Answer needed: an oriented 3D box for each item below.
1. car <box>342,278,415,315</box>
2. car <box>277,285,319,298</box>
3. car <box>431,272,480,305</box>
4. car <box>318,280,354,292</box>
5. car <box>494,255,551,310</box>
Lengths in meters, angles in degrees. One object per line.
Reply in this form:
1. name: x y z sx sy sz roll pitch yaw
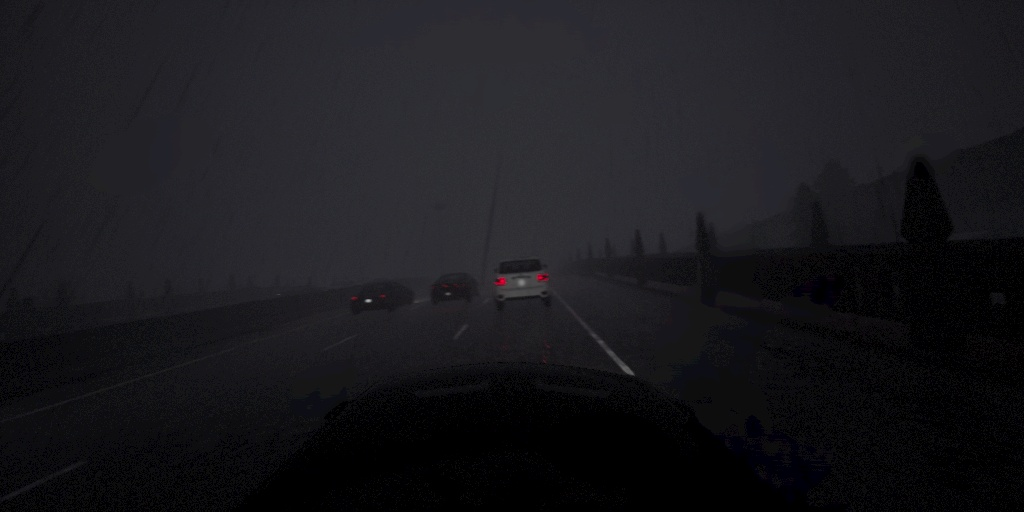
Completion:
1. car: -6.436 2.007 18.202 1.994 1.385 4.181 -5 0 2
2. car: -20.029 3.486 34.102 1.895 1.301 4.718 -5 -2 2
3. car: -2.926 1.616 19.197 1.882 1.535 5.008 -5 0 2
4. car: -16.501 3.145 35.216 1.812 1.442 4.674 -5 -3 2
5. car: 0.435 1.034 15.711 2.150 2.045 5.566 -5 0 2
